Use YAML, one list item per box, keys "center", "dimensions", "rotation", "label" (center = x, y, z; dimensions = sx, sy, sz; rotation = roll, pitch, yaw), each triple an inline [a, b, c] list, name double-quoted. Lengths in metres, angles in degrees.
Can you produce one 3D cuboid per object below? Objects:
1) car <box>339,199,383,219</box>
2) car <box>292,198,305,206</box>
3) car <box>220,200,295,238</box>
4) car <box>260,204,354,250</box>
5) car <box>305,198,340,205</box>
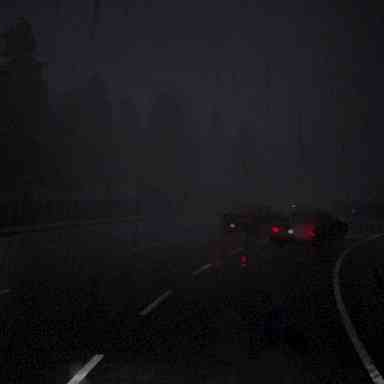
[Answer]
- center: [14.389, 1.330, 27.243]
  dimensions: [5.008, 1.535, 1.882]
  rotation: [0, 0, -39]
  label: "car"
- center: [10.863, 1.341, 33.614]
  dimensions: [4.674, 1.442, 1.812]
  rotation: [0, 0, -38]
  label: "car"
- center: [3.390, 1.381, 17.292]
  dimensions: [1.882, 1.535, 5.008]
  rotation: [0, 1, 38]
  label: "car"
- center: [5.066, 1.470, 14.005]
  dimensions: [2.033, 1.411, 5.357]
  rotation: [0, 0, 36]
  label: "car"
- center: [13.019, 1.309, 30.857]
  dimensions: [5.008, 1.535, 1.882]
  rotation: [0, 0, -38]
  label: "car"
